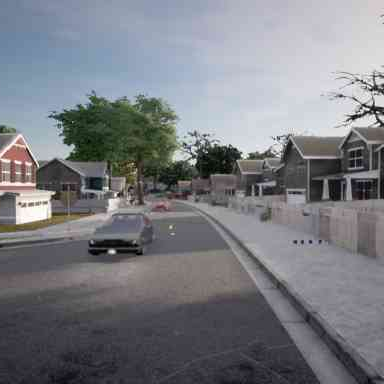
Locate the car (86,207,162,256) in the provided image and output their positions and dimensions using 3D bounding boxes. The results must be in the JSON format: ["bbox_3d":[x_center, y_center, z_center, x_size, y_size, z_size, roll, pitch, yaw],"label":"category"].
[{"bbox_3d":[-2.589,1.555,13.407,2.033,1.411,5.357,0,0,0],"label":"car"}]

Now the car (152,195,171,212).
[{"bbox_3d":[-3.647,1.408,39.592,2.097,1.767,4.553,0,0,-4],"label":"car"}]

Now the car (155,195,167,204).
[{"bbox_3d":[-6.035,1.427,63.875,2.097,1.767,4.553,0,0,-8],"label":"car"}]
